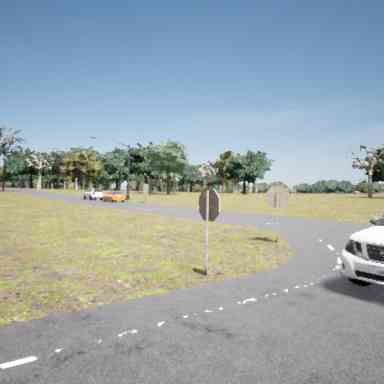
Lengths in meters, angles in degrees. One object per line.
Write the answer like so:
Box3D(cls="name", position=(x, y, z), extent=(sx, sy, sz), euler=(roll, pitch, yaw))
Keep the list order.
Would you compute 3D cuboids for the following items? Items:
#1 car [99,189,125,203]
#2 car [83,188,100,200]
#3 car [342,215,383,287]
Box3D(cls="car", position=(-12.304, 0.690, 52.018), extent=(2.097, 1.767, 4.553), euler=(2, 0, -36))
Box3D(cls="car", position=(-17.664, 0.379, 59.525), extent=(2.150, 2.045, 5.566), euler=(2, 0, -36))
Box3D(cls="car", position=(6.008, 1.173, 8.185), extent=(5.566, 2.045, 2.150), euler=(-1, 1, -36))
